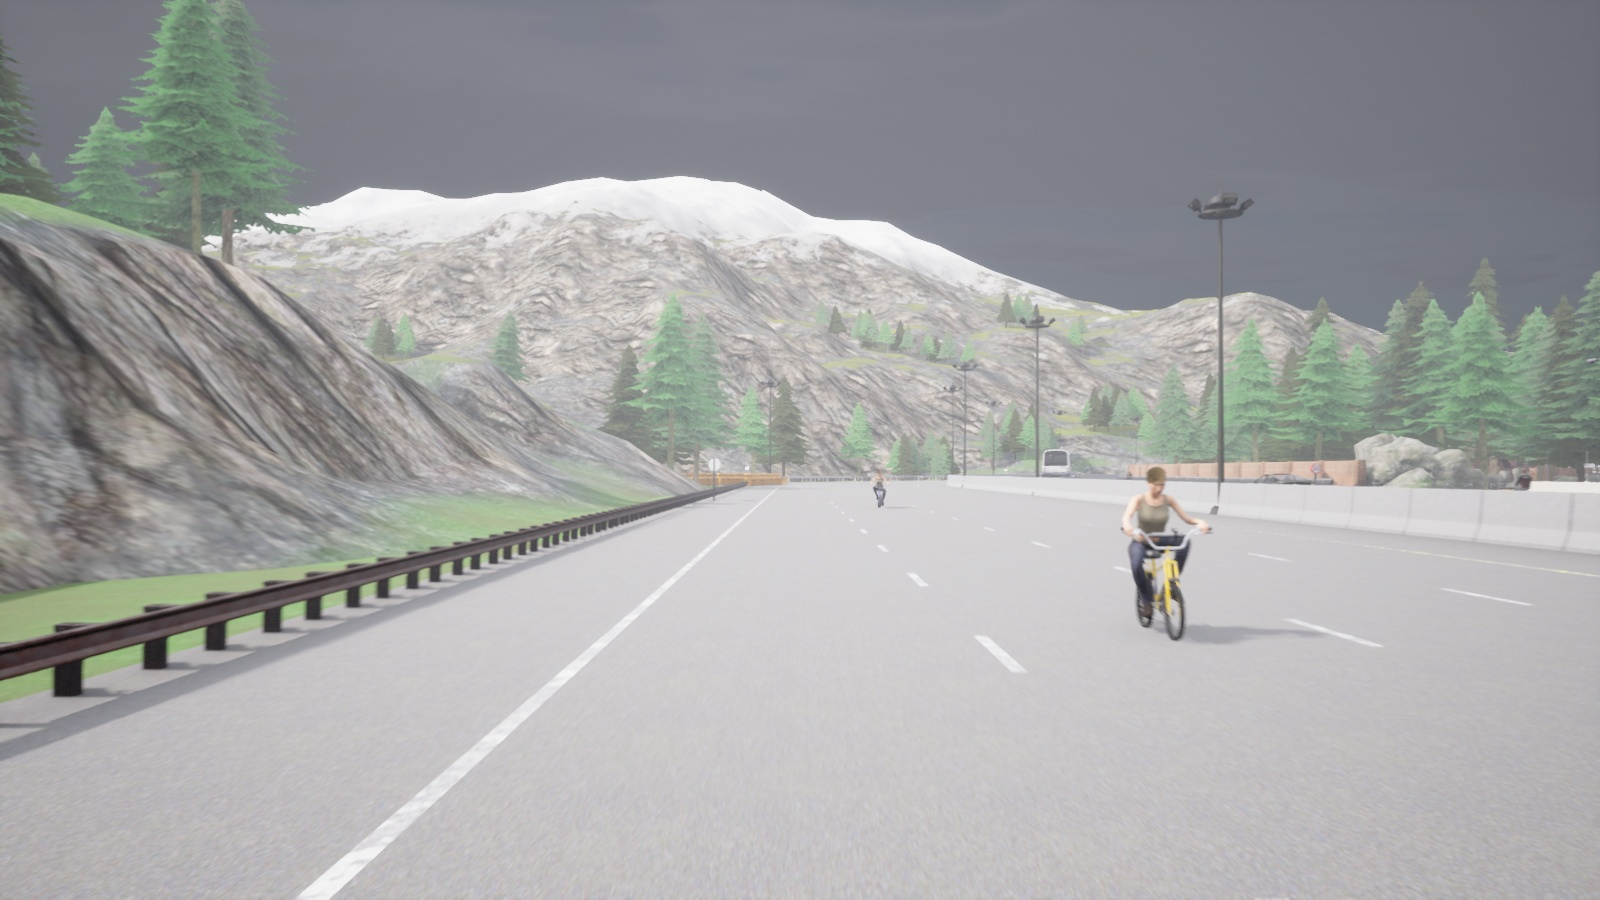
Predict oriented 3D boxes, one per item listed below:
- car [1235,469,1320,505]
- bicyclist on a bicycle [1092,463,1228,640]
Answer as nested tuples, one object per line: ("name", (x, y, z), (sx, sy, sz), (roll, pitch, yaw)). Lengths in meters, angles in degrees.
("car", (20.866, 1.597, 55.072), (2.007, 1.525, 4.514), (0, -1, 0))
("bicyclist on a bicycle", (3.465, 0.942, 12.237), (0.866, 1.612, 1.509), (0, -1, 0))
